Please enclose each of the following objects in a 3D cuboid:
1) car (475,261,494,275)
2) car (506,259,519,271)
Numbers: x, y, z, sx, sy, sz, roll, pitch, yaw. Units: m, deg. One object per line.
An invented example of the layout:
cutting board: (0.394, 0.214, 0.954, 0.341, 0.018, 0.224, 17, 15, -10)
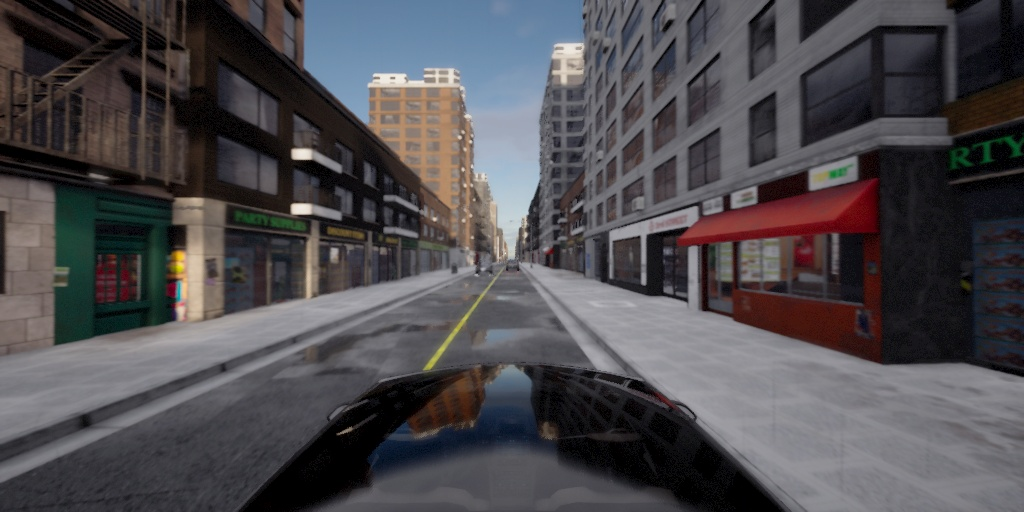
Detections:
car: (-3.089, 1.301, 40.781, 2.128, 1.511, 4.902, 0, 0, 0)
car: (0.098, 1.334, 52.568, 2.128, 1.511, 4.902, 0, 0, 0)
